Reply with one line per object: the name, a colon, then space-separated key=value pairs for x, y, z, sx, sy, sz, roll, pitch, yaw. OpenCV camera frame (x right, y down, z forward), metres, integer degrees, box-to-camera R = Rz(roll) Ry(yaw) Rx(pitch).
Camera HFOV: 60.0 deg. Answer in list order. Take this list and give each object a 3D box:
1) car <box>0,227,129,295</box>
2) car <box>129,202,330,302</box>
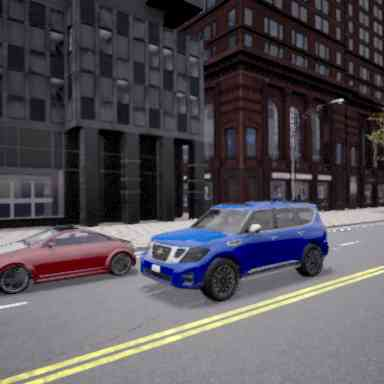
car: x=-3.637 y=1.678 z=9.094 sx=4.181 sy=1.385 sz=1.994 roll=0 pitch=-1 yaw=-37
car: x=1.416 y=1.301 z=8.868 sx=5.566 sy=2.045 sz=2.150 roll=0 pitch=-1 yaw=-37
